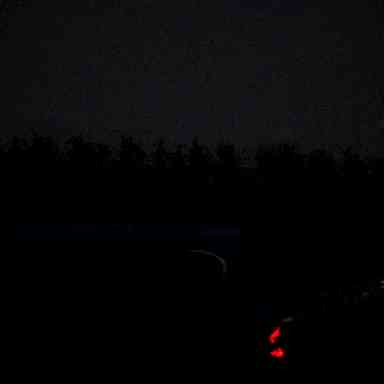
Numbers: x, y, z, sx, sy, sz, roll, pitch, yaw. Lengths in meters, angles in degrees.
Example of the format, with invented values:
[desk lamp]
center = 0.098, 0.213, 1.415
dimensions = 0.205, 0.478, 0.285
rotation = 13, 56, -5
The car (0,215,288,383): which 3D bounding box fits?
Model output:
[car]
center = -1.892, 1.222, 1.677
dimensions = 5.566, 2.045, 2.150
rotation = 0, 0, -35
